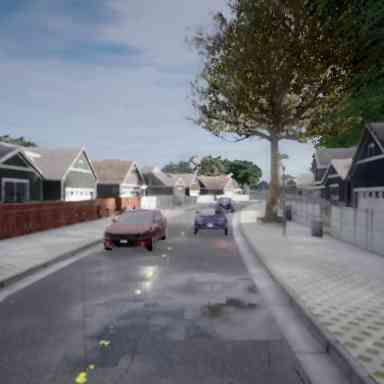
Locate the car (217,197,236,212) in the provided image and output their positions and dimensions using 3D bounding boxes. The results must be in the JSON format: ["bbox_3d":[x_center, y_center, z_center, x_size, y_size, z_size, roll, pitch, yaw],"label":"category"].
[{"bbox_3d":[3.982,1.390,38.698,2.097,1.767,4.553,0,0,11],"label":"car"}]

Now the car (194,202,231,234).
[{"bbox_3d":[1.160,1.541,19.377,1.812,1.442,4.674,0,0,5],"label":"car"}]

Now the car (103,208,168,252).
[{"bbox_3d":[-2.236,1.485,14.281,1.882,1.535,5.008,0,0,4],"label":"car"}]
